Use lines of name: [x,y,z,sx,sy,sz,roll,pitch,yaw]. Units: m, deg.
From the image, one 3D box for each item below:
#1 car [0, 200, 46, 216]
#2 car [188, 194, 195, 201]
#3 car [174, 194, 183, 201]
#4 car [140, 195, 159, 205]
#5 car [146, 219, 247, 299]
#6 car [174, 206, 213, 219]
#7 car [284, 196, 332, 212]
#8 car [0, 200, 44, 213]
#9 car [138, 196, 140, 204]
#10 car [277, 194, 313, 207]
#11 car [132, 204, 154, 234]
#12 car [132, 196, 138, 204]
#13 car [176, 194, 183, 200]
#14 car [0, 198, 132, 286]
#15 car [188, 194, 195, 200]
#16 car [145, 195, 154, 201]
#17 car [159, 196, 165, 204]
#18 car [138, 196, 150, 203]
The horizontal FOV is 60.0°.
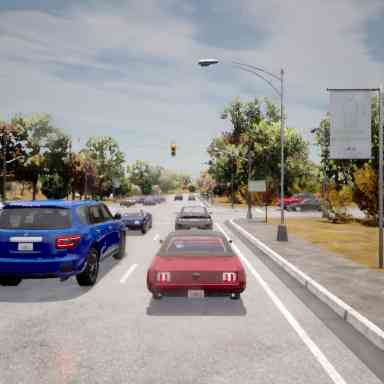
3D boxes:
car: [-16.606,1.525,31.817,4.674,1.442,1.812,0,0,12]
car: [-0.039,1.533,85.115,2.033,1.411,5.357,0,0,0]
car: [-3.539,1.493,85.114,1.837,1.490,4.892,0,0,0]
car: [-7.108,1.525,56.158,1.812,1.442,4.674,0,0,0]
car: [0.099,1.601,8.378,1.895,1.301,4.718,0,0,0]
car: [0.092,1.491,17.649,2.128,1.511,4.902,0,0,0]
car: [13.378,1.505,37.899,4.892,1.490,1.837,0,0,3]
car: [-19.229,1.547,36.242,5.357,1.411,2.033,0,0,0]
car: [-10.576,1.525,63.825,1.812,1.442,4.674,0,0,0]
car: [13.424,1.221,41.416,5.566,2.045,2.150,0,0,3]
car: [-3.409,1.601,19.285,1.895,1.301,4.718,0,0,0]
car: [-10.612,1.601,54.790,1.895,1.301,4.718,0,0,0]
car: [-3.544,1.382,95.533,1.837,1.490,4.892,0,0,0]
car: [-3.409,1.221,9.531,2.150,2.045,5.566,0,0,0]
car: [-0.044,1.360,95.534,1.882,1.535,5.008,0,0,0]
car: [-10.538,1.523,82.577,1.812,1.442,4.674,0,0,0]
car: [-7.062,1.477,65.488,1.882,1.535,5.008,0,0,1]
car: [-10.533,1.552,72.549,1.994,1.385,4.181,0,0,0]
